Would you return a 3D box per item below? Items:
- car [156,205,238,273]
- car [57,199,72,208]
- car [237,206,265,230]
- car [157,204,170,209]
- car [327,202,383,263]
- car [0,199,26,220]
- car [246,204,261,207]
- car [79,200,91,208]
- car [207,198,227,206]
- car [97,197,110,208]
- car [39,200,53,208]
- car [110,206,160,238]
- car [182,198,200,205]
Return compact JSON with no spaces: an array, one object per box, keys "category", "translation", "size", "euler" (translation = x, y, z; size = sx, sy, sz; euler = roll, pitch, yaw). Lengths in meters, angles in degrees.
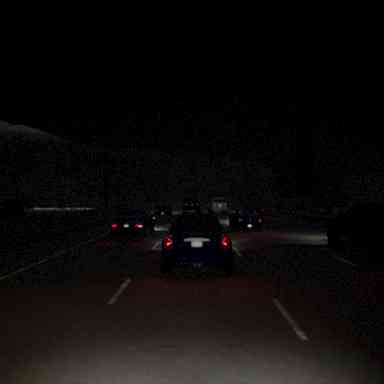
[{"category":"car","translation":[0.153,1.498,11.366],"size":[2.097,1.767,4.553],"euler":[0,-1,0]},{"category":"car","translation":[-23.989,2.132,62.721],"size":[2.097,1.767,4.553],"euler":[0,-1,-11]},{"category":"car","translation":[3.744,1.906,23.620],"size":[1.895,1.301,4.718],"euler":[0,-1,0]},{"category":"car","translation":[-3.361,2.103,39.382],"size":[1.895,1.301,4.718],"euler":[0,-1,-2]},{"category":"car","translation":[7.164,1.392,12.721],"size":[2.150,2.045,5.566],"euler":[0,0,1]},{"category":"car","translation":[-13.961,1.514,23.489],"size":[2.150,2.045,5.566],"euler":[0,-1,0]},{"category":"car","translation":[7.138,2.108,39.314],"size":[1.895,1.301,4.718],"euler":[0,-1,-2]},{"category":"car","translation":[-20.945,2.363,65.277],"size":[2.033,1.411,5.357],"euler":[0,-1,-13]},{"category":"car","translation":[3.373,1.800,44.974],"size":[2.150,2.045,5.566],"euler":[0,-1,-4]},{"category":"car","translation":[-17.556,2.066,66.168],"size":[2.150,2.045,5.566],"euler":[0,-1,-13]},{"category":"car","translation":[-27.689,2.318,63.341],"size":[1.812,1.442,4.674],"euler":[0,-1,-11]},{"category":"car","translation":[-3.284,1.793,19.242],"size":[2.033,1.411,5.357],"euler":[0,-1,0]},{"category":"car","translation":[-0.180,1.807,45.652],"size":[2.150,2.045,5.566],"euler":[0,-1,-5]}]
